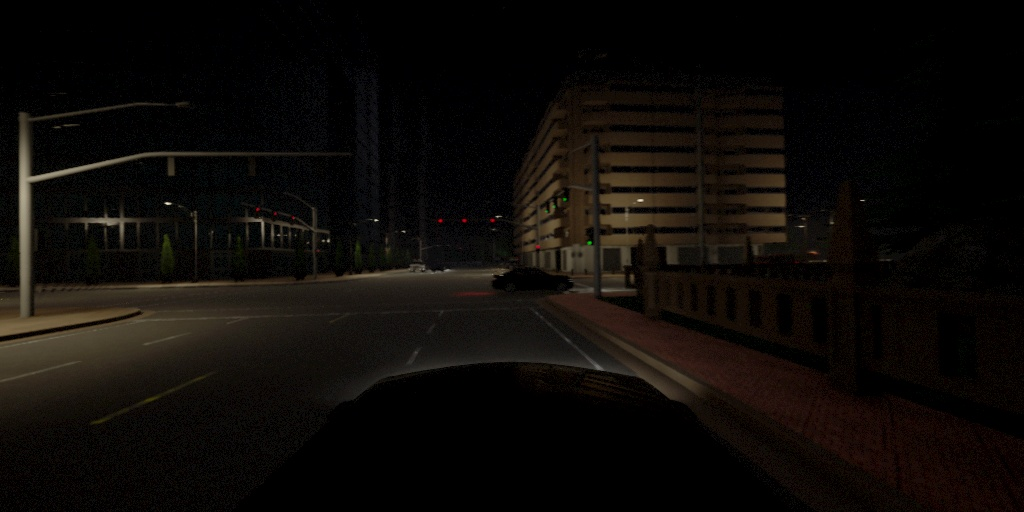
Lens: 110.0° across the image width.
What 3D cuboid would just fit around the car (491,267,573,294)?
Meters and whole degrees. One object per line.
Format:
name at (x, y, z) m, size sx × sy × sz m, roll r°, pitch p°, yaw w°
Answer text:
car at (1.225, 1.446, 21.927) m, size 5.008 × 1.535 × 1.882 m, roll -1°, pitch 0°, yaw -6°

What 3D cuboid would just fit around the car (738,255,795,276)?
car at (24.861, 0.908, 35.083) m, size 5.566 × 2.045 × 2.150 m, roll -1°, pitch -1°, yaw -6°

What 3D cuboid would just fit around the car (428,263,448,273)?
car at (-12.812, 2.093, 62.232) m, size 2.033 × 1.411 × 5.357 m, roll -1°, pitch -1°, yaw -5°

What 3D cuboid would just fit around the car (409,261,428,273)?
car at (-16.301, 1.823, 61.854) m, size 2.150 × 2.045 × 5.566 m, roll -1°, pitch 0°, yaw -5°

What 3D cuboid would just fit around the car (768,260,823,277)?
car at (25.726, 1.240, 31.651) m, size 4.718 × 1.301 × 1.895 m, roll -1°, pitch -1°, yaw -6°
